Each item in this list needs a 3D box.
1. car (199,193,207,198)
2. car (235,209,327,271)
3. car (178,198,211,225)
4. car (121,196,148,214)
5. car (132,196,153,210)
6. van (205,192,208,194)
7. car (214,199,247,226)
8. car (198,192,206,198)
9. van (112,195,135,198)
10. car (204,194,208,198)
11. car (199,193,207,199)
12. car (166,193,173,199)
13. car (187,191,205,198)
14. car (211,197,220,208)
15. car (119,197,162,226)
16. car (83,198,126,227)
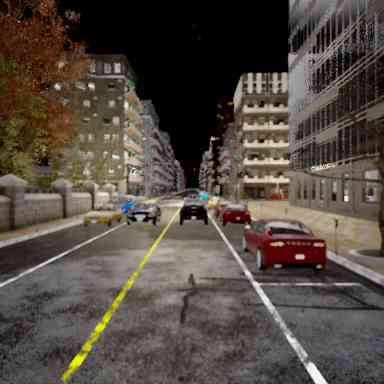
[{"bbox_3d":[2.775,0.899,87.973,1.947,1.339,4.313,1,0,0],"label":"car"},{"bbox_3d":[2.707,1.474,10.554,1.887,1.381,4.507,1,0,0],"label":"car"},{"bbox_3d":[0.119,1.346,22.843,1.837,1.490,4.892,0,0,0],"label":"car"},{"bbox_3d":[-5.652,1.210,33.048,1.967,1.590,4.097,1,0,0],"label":"car"},{"bbox_3d":[-5.648,1.256,38.493,1.752,1.417,4.829,1,0,0],"label":"car"},{"bbox_3d":[2.768,0.769,76.629,1.690,1.788,3.998,1,0,0],"label":"van"},{"bbox_3d":[2.717,1.395,21.789,1.887,1.381,4.507,1,0,0],"label":"car"},{"bbox_3d":[2.782,0.724,93.642,1.967,1.590,4.097,1,1,0],"label":"car"},{"bbox_3d":[-5.656,1.152,27.434,1.690,1.788,3.998,1,0,0],"label":"van"},{"bbox_3d":[2.732,1.253,38.809,1.752,1.417,4.829,1,0,0],"label":"car"},{"bbox_3d":[2.770,0.926,82.302,1.887,1.381,4.507,1,0,0],"label":"car"},{"bbox_3d":[-5.610,0.963,82.366,1.802,1.307,4.206,1,0,0],"label":"car"},{"bbox_3d":[0.134,1.076,39.204,2.097,1.767,4.553,0,0,0],"label":"car"},{"bbox_3d":[2.722,1.355,27.406,1.887,1.381,4.507,1,0,0],"label":"car"},{"bbox_3d":[-3.071,1.340,22.099,2.128,1.511,4.902,0,0,0],"label":"car"},{"bbox_3d":[-5.663,1.377,21.652,1.752,1.417,4.829,1,0,0],"label":"car"}]
